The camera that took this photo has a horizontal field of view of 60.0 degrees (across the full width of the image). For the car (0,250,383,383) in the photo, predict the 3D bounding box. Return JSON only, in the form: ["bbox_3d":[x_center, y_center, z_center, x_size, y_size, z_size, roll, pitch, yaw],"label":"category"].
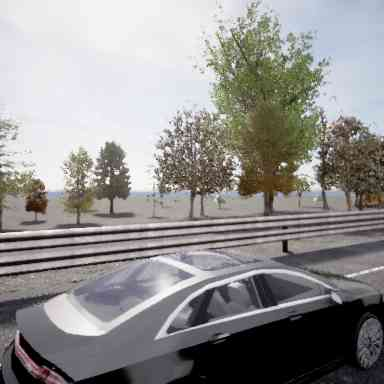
[{"bbox_3d":[0.499,1.489,4.046,4.902,1.511,2.128,0,0,-35],"label":"car"}]
